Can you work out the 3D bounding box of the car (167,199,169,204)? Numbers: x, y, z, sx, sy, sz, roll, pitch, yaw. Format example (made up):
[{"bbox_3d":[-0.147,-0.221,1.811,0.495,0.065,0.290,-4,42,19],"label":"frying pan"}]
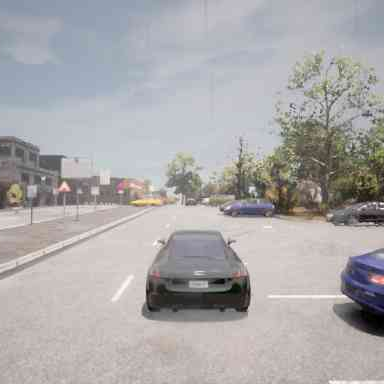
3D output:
[{"bbox_3d":[-7.443,1.706,66.825,5.566,2.045,2.435,0,-2,-1],"label":"car"}]

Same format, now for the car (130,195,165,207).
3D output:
[{"bbox_3d":[-7.547,1.677,54.674,5.366,1.575,1.946,0,-1,0],"label":"car"}]

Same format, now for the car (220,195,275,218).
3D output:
[{"bbox_3d":[5.127,1.382,30.167,4.553,1.767,2.185,0,0,0],"label":"car"}]

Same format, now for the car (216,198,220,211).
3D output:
[{"bbox_3d":[5.055,1.552,33.337,4.674,1.452,2.002,0,0,0],"label":"car"}]

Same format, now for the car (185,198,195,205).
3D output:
[{"bbox_3d":[-0.365,2.202,74.544,1.882,1.535,5.008,0,-2,2],"label":"car"}]

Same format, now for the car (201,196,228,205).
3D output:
[{"bbox_3d":[4.718,1.831,70.765,5.566,2.045,2.435,0,-2,-1],"label":"car"}]

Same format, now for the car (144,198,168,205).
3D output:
[{"bbox_3d":[-7.505,2.047,69.733,5.008,1.535,2.097,0,-2,-1],"label":"car"}]

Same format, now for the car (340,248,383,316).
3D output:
[{"bbox_3d":[5.084,1.525,5.831,4.674,1.452,2.002,0,0,0],"label":"car"}]

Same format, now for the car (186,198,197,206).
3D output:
[{"bbox_3d":[-0.142,1.878,61.923,1.812,1.442,4.674,0,-1,-1],"label":"car"}]

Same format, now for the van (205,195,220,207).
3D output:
[{"bbox_3d":[4.794,1.448,54.133,4.442,1.987,1.878,0,-1,0],"label":"van"}]

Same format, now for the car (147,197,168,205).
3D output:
[{"bbox_3d":[-7.518,2.016,72.771,4.553,1.767,2.185,0,-2,-1],"label":"car"}]

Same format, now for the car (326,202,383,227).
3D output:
[{"bbox_3d":[11.066,1.413,21.160,4.902,1.511,2.128,0,-3,-5],"label":"car"}]

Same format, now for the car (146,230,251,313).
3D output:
[{"bbox_3d":[0.109,1.571,7.779,1.994,1.385,4.181,0,0,0],"label":"car"}]

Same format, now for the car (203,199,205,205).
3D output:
[{"bbox_3d":[5.072,1.721,56.925,5.366,1.575,1.946,0,-1,0],"label":"car"}]
